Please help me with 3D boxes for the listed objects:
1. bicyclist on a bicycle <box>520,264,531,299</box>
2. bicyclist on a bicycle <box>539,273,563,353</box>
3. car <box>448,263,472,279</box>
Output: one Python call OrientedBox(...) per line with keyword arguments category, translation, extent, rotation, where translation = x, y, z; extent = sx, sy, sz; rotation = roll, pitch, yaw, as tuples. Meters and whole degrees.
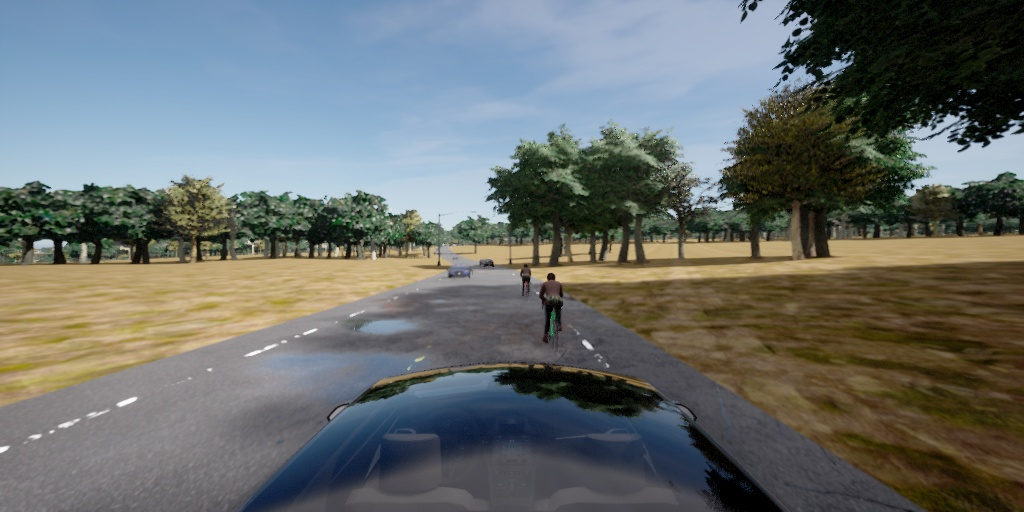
OrientedBox(category="bicyclist on a bicycle", translation=(0.661, 1.210, 16.974), extent=(0.582, 1.620, 1.656), rotation=(0, 0, -2))
OrientedBox(category="bicyclist on a bicycle", translation=(0.884, 1.202, 7.913), extent=(0.582, 1.620, 1.656), rotation=(0, 0, -1))
OrientedBox(category="car", translation=(-4.706, 1.358, 32.937), extent=(1.994, 1.385, 4.181), rotation=(0, 0, -4))
